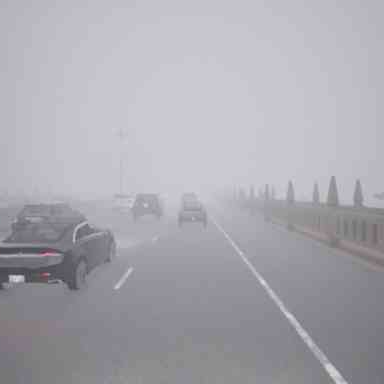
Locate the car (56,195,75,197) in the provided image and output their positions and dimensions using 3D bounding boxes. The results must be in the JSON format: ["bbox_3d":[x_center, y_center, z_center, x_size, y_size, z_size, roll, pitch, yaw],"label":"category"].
[{"bbox_3d":[-14.446,1.254,36.324,2.097,1.767,4.553,0,0,-1],"label":"car"}]

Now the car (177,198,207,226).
[{"bbox_3d":[0.026,1.431,22.754,2.128,1.511,4.902,0,0,-1],"label":"car"}]

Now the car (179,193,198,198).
[{"bbox_3d":[-0.425,1.109,41.608,2.150,2.045,5.566,0,0,-2],"label":"car"}]

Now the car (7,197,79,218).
[{"bbox_3d":[-6.915,1.308,16.572,2.097,1.767,4.553,0,0,0],"label":"car"}]

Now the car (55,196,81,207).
[{"bbox_3d":[-18.272,1.362,49.268,2.128,1.511,4.902,0,0,-1],"label":"car"}]

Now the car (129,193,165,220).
[{"bbox_3d":[-3.558,1.148,27.801,2.150,2.045,5.566,0,0,-1],"label":"car"}]

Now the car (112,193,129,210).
[{"bbox_3d":[-7.281,1.125,36.405,2.150,2.045,5.566,0,0,-2],"label":"car"}]

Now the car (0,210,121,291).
[{"bbox_3d":[-3.400,1.468,8.896,2.128,1.511,4.902,0,0,0],"label":"car"}]
